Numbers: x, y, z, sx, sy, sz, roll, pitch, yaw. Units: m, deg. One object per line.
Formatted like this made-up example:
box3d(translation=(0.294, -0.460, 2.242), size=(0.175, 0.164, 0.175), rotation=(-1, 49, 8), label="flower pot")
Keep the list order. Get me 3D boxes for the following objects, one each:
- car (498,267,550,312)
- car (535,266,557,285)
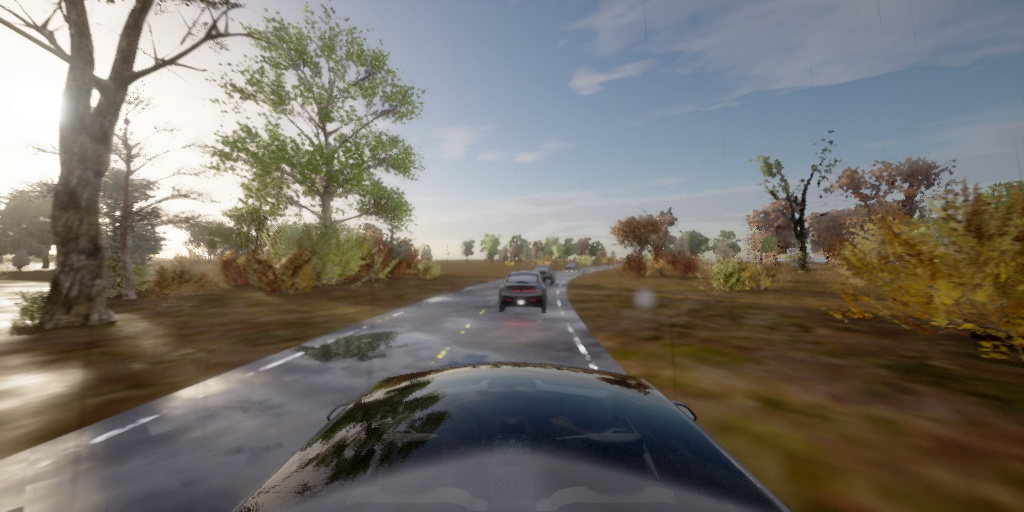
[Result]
box3d(translation=(0.566, 1.403, 15.179), size=(1.837, 1.490, 4.892), rotation=(0, 0, 6), label="car")
box3d(translation=(2.620, 1.568, 29.868), size=(1.837, 1.490, 4.892), rotation=(0, 0, 12), label="car")
